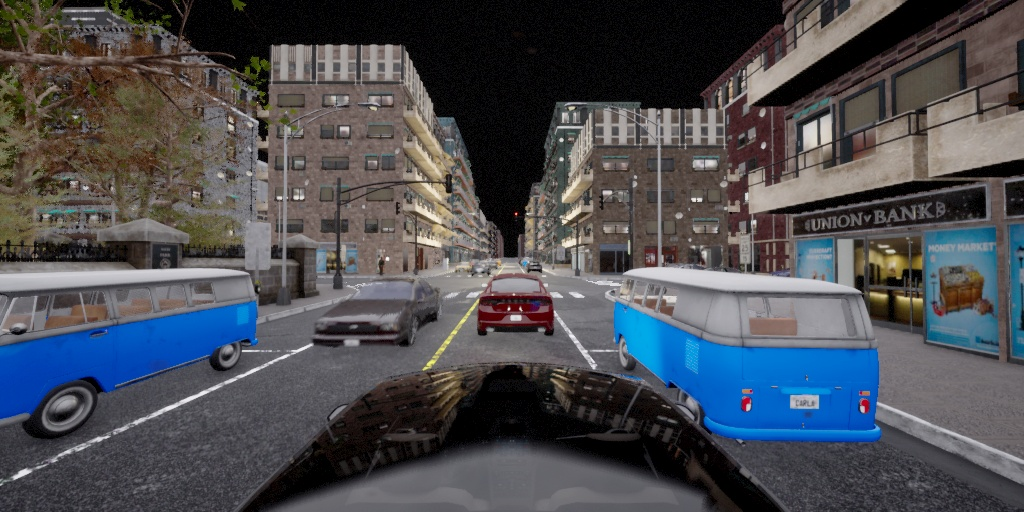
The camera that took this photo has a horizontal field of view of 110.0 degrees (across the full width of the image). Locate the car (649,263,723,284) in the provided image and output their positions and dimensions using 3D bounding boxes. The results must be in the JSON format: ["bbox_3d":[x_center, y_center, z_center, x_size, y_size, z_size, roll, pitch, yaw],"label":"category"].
[{"bbox_3d":[13.772,1.364,28.667,4.902,1.511,2.128,0,-1,1],"label":"car"}]

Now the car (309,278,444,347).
[{"bbox_3d":[-3.107,1.300,9.612,2.033,1.411,5.357,0,0,0],"label":"car"}]

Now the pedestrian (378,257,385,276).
[{"bbox_3d":[-12.568,0.968,34.491,0.375,1.860,0.375,0,-1,1],"label":"pedestrian"}]

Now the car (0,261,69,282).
[{"bbox_3d":[-36.043,1.090,26.013,5.357,1.411,2.033,0,-1,1],"label":"car"}]

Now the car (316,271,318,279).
[{"bbox_3d":[-16.626,1.139,25.794,4.902,1.511,2.128,0,-1,1],"label":"car"}]

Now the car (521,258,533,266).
[{"bbox_3d":[2.650,1.317,48.705,2.007,1.370,4.403,0,0,0],"label":"car"}]

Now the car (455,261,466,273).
[{"bbox_3d":[-5.725,1.290,42.885,1.751,1.417,4.829,0,0,0],"label":"car"}]

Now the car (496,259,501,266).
[{"bbox_3d":[-3.139,1.261,53.718,2.128,1.511,4.902,0,0,0],"label":"car"}]

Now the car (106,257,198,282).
[{"bbox_3d":[-25.854,0.950,25.899,4.553,1.767,2.097,0,-1,1],"label":"car"}]

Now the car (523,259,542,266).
[{"bbox_3d":[2.655,1.330,43.063,1.948,1.339,4.313,0,0,0],"label":"car"}]

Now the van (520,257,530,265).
[{"bbox_3d":[2.640,1.112,59.990,1.690,1.789,3.998,0,0,0],"label":"van"}]

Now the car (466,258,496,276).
[{"bbox_3d":[-3.131,1.254,36.931,2.128,1.511,4.902,0,0,0],"label":"car"}]

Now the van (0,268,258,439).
[{"bbox_3d":[-5.659,1.092,5.110,1.690,1.789,3.998,0,0,0],"label":"van"}]

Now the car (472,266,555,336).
[{"bbox_3d":[0.090,1.230,10.475,1.882,1.535,5.008,0,0,0],"label":"car"}]

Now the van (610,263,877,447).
[{"bbox_3d":[2.655,1.092,5.116,1.690,1.789,3.998,0,0,0],"label":"van"}]
